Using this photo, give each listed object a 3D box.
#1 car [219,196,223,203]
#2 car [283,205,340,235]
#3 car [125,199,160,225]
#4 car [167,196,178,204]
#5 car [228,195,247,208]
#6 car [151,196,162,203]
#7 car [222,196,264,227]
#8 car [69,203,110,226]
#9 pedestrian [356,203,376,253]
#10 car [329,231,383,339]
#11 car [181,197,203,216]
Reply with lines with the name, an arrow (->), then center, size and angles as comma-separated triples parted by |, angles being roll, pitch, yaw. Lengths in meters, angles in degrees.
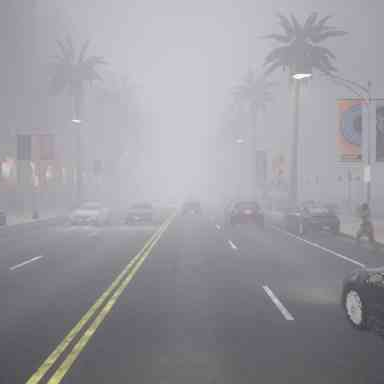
car -> 6.719, 1.512, 69.909 | 2.161, 1.482, 4.786 | 0, 0, 0
car -> 6.538, 1.481, 18.604 | 2.231, 1.521, 4.892 | 0, 0, 0
car -> -3.664, 1.504, 24.412 | 1.837, 1.490, 4.892 | 0, 0, 0
car -> -3.610, 1.490, 62.049 | 2.128, 1.511, 4.902 | 0, 0, 1
car -> 6.470, 1.353, 47.979 | 2.185, 1.767, 4.553 | 0, 0, 0
car -> -7.053, 1.562, 64.922 | 1.994, 1.385, 4.181 | 0, 0, 1
car -> 3.538, 1.351, 23.020 | 2.097, 1.767, 4.553 | 0, 0, 0
car -> -7.163, 1.525, 23.679 | 1.812, 1.442, 4.674 | 0, 0, 0
pedestrian -> 6.382, 1.294, 12.197 | 0.375, 1.860, 0.375 | 0, 0, 0
car -> 3.553, 1.501, 3.980 | 1.837, 1.490, 4.892 | 0, -1, 0
car -> 0.010, 1.502, 32.399 | 1.837, 1.490, 4.892 | 0, -1, 0
